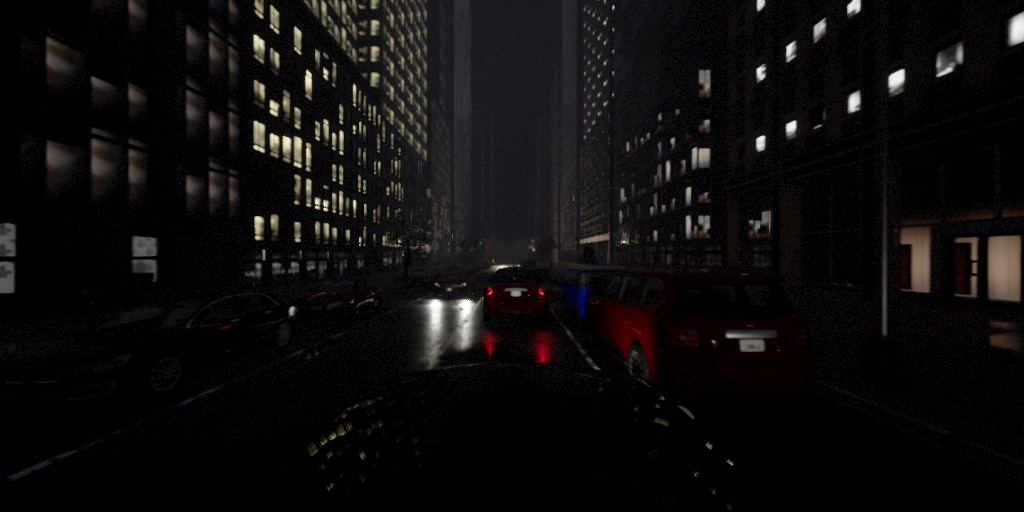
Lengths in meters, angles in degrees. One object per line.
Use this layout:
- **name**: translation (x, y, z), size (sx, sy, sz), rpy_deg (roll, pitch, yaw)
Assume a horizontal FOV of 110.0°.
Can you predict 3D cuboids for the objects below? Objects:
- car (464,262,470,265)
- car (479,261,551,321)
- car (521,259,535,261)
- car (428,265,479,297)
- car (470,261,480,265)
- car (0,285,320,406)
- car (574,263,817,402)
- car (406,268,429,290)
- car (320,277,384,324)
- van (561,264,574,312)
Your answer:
- **car**: translation (-5.608, 1.508, 34.824), size (2.007, 1.370, 4.403), rpy_deg (0, 0, 0)
- **car**: translation (0.125, 1.177, 13.035), size (2.097, 1.767, 4.553), rpy_deg (0, 0, 0)
- **car**: translation (2.833, 1.431, 57.535), size (2.192, 1.841, 5.009), rpy_deg (0, 0, 0)
- **car**: translation (-3.045, 1.389, 19.770), size (1.812, 1.442, 4.674), rpy_deg (0, 0, 0)
- **car**: translation (-5.578, 1.613, 46.191), size (1.802, 1.307, 4.207), rpy_deg (0, 0, 0)
- **car**: translation (-5.686, 1.323, 6.406), size (2.007, 1.370, 4.403), rpy_deg (0, 0, 0)
- **car**: translation (2.696, 1.099, 6.384), size (2.192, 1.841, 5.009), rpy_deg (0, 0, 0)
- **car**: translation (-5.639, 1.435, 23.457), size (2.007, 1.370, 4.403), rpy_deg (0, 0, 0)
- **car**: translation (-5.670, 1.392, 12.090), size (1.802, 1.307, 4.207), rpy_deg (0, 0, 0)
- **van**: translation (2.711, 1.162, 12.067), size (1.690, 1.789, 3.998), rpy_deg (0, 0, 0)
